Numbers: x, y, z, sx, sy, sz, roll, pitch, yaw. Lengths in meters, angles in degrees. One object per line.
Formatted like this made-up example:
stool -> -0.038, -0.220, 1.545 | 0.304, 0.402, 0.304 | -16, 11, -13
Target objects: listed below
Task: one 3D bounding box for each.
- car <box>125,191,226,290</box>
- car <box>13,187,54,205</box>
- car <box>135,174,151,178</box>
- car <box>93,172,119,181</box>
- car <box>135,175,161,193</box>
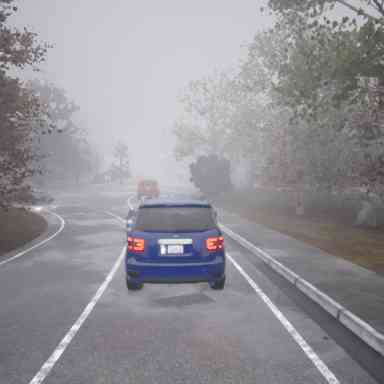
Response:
car -> -0.430, 1.137, 9.053 | 2.150, 2.045, 5.566 | 0, 1, -2
car -> -14.952, 0.319, 31.249 | 4.674, 1.442, 1.812 | 3, 5, 33
car -> -10.672, -3.373, 75.227 | 5.008, 1.535, 1.882 | 2, 5, 28
car -> -19.232, -3.515, 74.470 | 5.566, 2.045, 2.150 | 0, 5, 1
car -> -4.696, -0.424, 36.654 | 2.150, 2.045, 5.566 | 0, 5, -3
